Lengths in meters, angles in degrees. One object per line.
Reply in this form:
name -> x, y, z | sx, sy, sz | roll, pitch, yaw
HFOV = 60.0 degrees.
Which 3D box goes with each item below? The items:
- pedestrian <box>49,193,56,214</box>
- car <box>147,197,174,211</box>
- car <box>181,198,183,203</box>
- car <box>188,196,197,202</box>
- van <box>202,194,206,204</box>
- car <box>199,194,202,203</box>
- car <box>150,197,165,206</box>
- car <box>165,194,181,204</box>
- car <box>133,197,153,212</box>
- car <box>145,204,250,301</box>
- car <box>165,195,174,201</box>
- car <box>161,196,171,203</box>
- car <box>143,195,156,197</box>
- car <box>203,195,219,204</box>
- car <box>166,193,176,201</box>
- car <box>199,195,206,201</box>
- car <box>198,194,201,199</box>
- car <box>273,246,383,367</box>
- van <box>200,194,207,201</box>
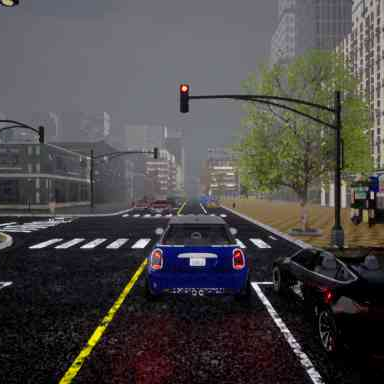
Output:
pedestrian -> -12.716, 1.039, 30.292 | 0.375, 1.860, 0.375 | 0, -1, -1
car -> -3.065, 1.528, 33.183 | 1.812, 1.442, 4.674 | 0, 0, 0
car -> -2.951, 1.531, 67.116 | 1.812, 1.442, 4.674 | 0, 0, 1
car -> 0.089, 1.548, 79.296 | 2.033, 1.411, 5.357 | 0, 0, 0
van -> 2.749, 1.345, 49.375 | 1.690, 1.788, 3.998 | 0, 0, 0
car -> 2.760, 1.556, 60.477 | 2.008, 1.369, 4.403 | 0, 0, 0
car -> -5.626, 1.555, 54.933 | 2.008, 1.369, 4.403 | 0, 0, 0
car -> -3.043, 1.507, 48.075 | 1.837, 1.490, 4.892 | 0, 0, 0
car -> -5.644, 1.585, 38.280 | 1.802, 1.307, 4.206 | 0, 0, 0
car -> 0.110, 1.353, 8.462 | 2.097, 1.767, 4.553 | 0, 0, 0
car -> -5.595, 1.559, 82.688 | 2.008, 1.369, 4.403 | 0, 0, 0
car -> -5.608, 1.532, 71.416 | 1.752, 1.417, 4.829 | 0, 0, 0
car -> -5.637, 1.318, 43.831 | 2.192, 1.841, 5.009 | 0, 0, 0
car -> 2.742, 1.528, 43.994 | 1.752, 1.417, 4.829 | 0, 0, 0
car -> -5.588, 1.324, 88.239 | 2.192, 1.841, 5.009 | 0, 0, 0
car -> 2.792, 1.534, 88.402 | 1.752, 1.417, 4.829 | 0, 0, 0
car -> 2.773, 1.572, 71.579 | 1.947, 1.339, 4.313 | 0, 0, 0
car -> 2.700, 1.566, 5.795 | 1.947, 1.339, 4.313 | 0, 0, 0
van -> 2.787, 1.349, 82.681 | 1.690, 1.788, 3.998 | 0, 0, 0
